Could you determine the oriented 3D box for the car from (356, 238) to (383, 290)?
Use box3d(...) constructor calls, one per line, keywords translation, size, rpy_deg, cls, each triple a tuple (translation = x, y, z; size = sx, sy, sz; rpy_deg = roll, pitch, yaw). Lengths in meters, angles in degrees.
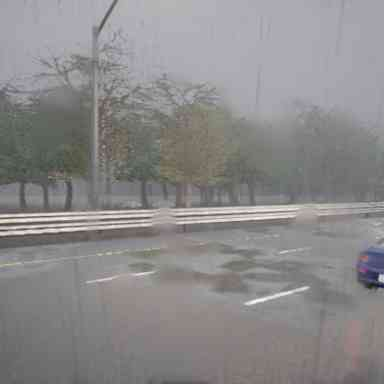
box3d(translation=(5.718, 1.560, 7.872), size=(4.674, 1.442, 1.812), rpy_deg=(0, 0, -35), cls="car")
